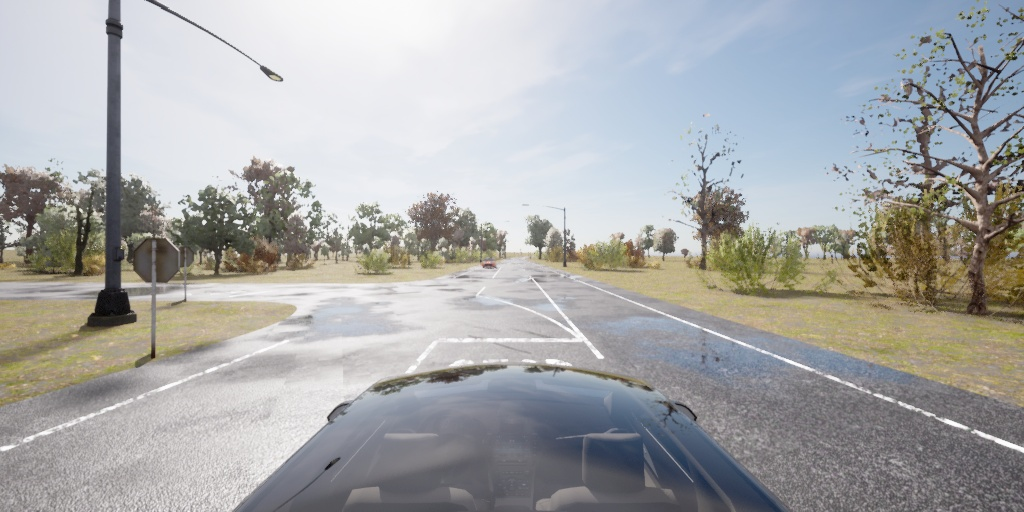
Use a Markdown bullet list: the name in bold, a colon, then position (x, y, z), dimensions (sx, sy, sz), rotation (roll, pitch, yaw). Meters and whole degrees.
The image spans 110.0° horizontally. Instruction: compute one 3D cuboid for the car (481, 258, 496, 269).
- **car**: position (-3.535, 1.044, 55.527), dimensions (2.097, 1.767, 4.553), rotation (0, 0, 0)
